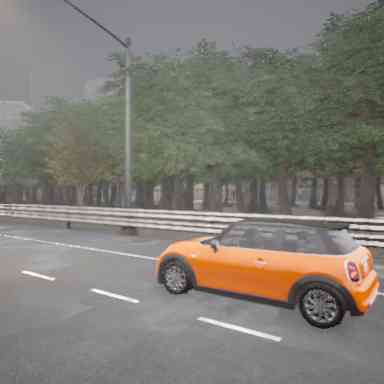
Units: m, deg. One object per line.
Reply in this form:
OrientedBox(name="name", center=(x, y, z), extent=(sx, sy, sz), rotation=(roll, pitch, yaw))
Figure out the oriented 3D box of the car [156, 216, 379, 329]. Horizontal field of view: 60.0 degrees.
OrientedBox(name="car", center=(1.374, 1.353, 7.187), extent=(4.553, 1.767, 2.097), rotation=(0, 0, 36))
